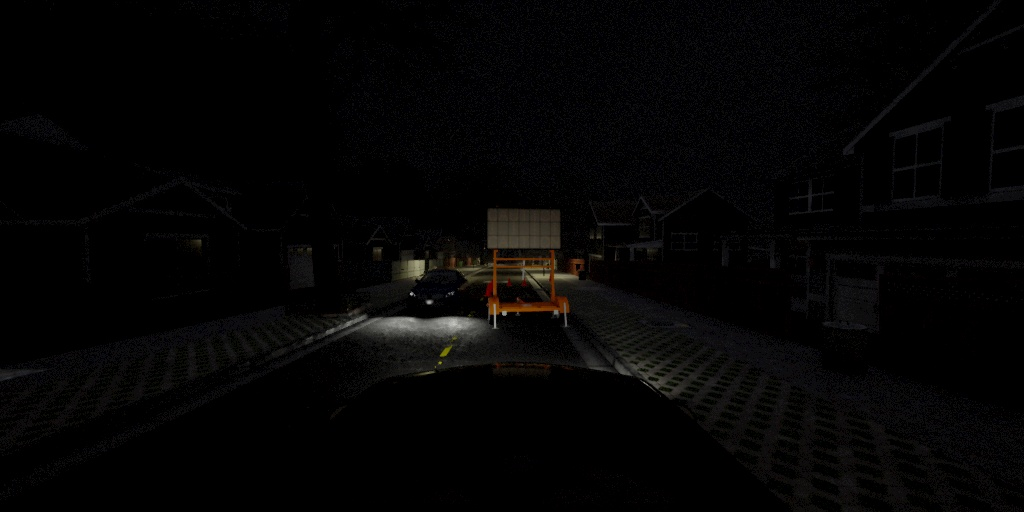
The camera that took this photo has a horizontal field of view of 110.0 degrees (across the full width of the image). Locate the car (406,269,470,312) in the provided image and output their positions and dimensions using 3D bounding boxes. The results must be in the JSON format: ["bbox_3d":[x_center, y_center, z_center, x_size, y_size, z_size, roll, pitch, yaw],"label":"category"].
[{"bbox_3d":[-2.760,1.269,14.303,1.812,1.442,4.674,0,0,0],"label":"car"}]

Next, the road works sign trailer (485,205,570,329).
[{"bbox_3d":[0.353,0.209,11.324,2.380,3.560,2.880,0,0,-7],"label":"road works sign trailer"}]
